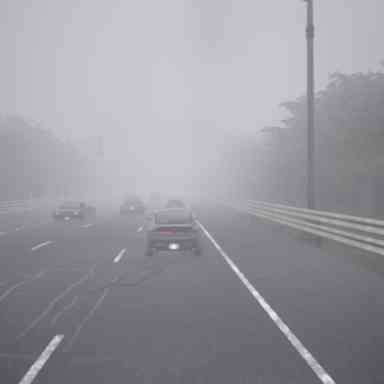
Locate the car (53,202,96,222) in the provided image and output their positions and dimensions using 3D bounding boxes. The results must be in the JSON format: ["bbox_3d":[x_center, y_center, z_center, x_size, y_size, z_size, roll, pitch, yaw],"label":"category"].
[{"bbox_3d":[-8.333,1.403,24.089,1.895,1.301,4.718,-1,1,-3],"label":"car"}]

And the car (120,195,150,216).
[{"bbox_3d":[-5.088,1.276,29.395,1.994,1.385,4.181,-1,1,-3],"label":"car"}]

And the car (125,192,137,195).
[{"bbox_3d":[-9.463,0.845,52.078,2.097,1.767,4.553,0,1,-2],"label":"car"}]

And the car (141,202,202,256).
[{"bbox_3d":[-0.687,1.369,12.537,1.837,1.490,4.892,-1,1,-3],"label":"car"}]

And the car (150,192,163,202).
[{"bbox_3d":[-6.067,0.772,55.939,2.097,1.767,4.553,0,1,-1],"label":"car"}]

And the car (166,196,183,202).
[{"bbox_3d":[-1.932,1.123,37.111,1.812,1.442,4.674,-1,1,-2],"label":"car"}]
